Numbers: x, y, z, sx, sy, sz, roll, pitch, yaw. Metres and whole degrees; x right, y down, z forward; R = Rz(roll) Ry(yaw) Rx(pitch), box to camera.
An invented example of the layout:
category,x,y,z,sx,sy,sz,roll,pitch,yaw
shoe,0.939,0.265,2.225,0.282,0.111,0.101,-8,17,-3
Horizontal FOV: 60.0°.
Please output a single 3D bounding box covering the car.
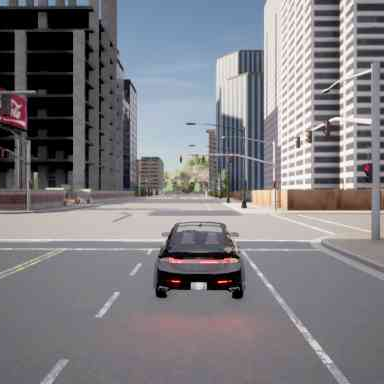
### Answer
category,x,y,z,sx,sy,sz,roll,pitch,yaw
car,0.205,1.492,8.460,2.128,1.511,4.902,0,0,2
